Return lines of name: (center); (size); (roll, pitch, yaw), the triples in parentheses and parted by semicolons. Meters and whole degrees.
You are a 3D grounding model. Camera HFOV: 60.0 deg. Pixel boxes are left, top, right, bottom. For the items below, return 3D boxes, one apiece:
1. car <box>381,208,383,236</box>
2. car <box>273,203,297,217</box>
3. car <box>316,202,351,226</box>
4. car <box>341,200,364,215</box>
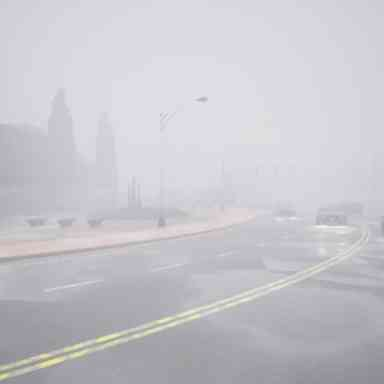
car: (11.435, 1.654, 18.215); (1.895, 1.301, 4.718); (-1, 0, 29)
car: (9.449, 1.793, 34.262); (2.033, 1.411, 5.357); (0, 0, 8)
car: (10.252, 1.669, 24.519); (1.994, 1.385, 4.181); (0, 0, 21)
car: (16.408, 1.629, 35.015); (2.128, 1.511, 4.902); (0, 0, 8)
